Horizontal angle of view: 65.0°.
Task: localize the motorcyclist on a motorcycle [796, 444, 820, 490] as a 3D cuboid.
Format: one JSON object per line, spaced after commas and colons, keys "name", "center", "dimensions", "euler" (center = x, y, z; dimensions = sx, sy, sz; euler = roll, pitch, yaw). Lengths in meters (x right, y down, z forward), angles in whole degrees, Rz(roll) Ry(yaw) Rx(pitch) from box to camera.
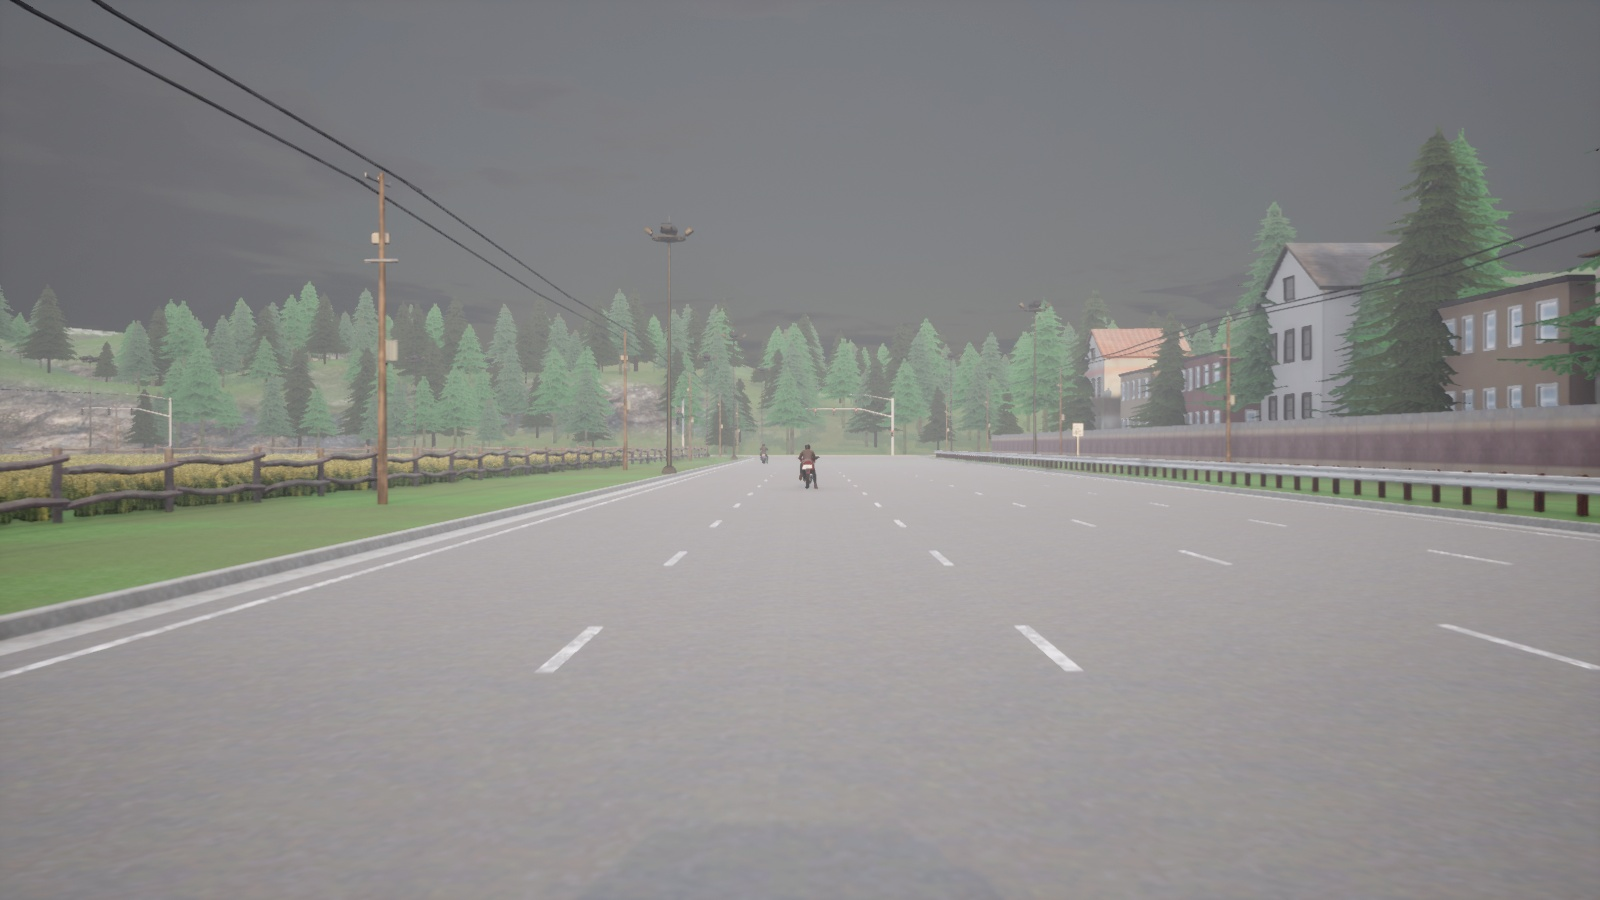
{"name": "motorcyclist on a motorcycle", "center": [0.261, 0.566, 42.926], "dimensions": [0.797, 1.523, 2.044], "euler": [0, 0, 0]}
